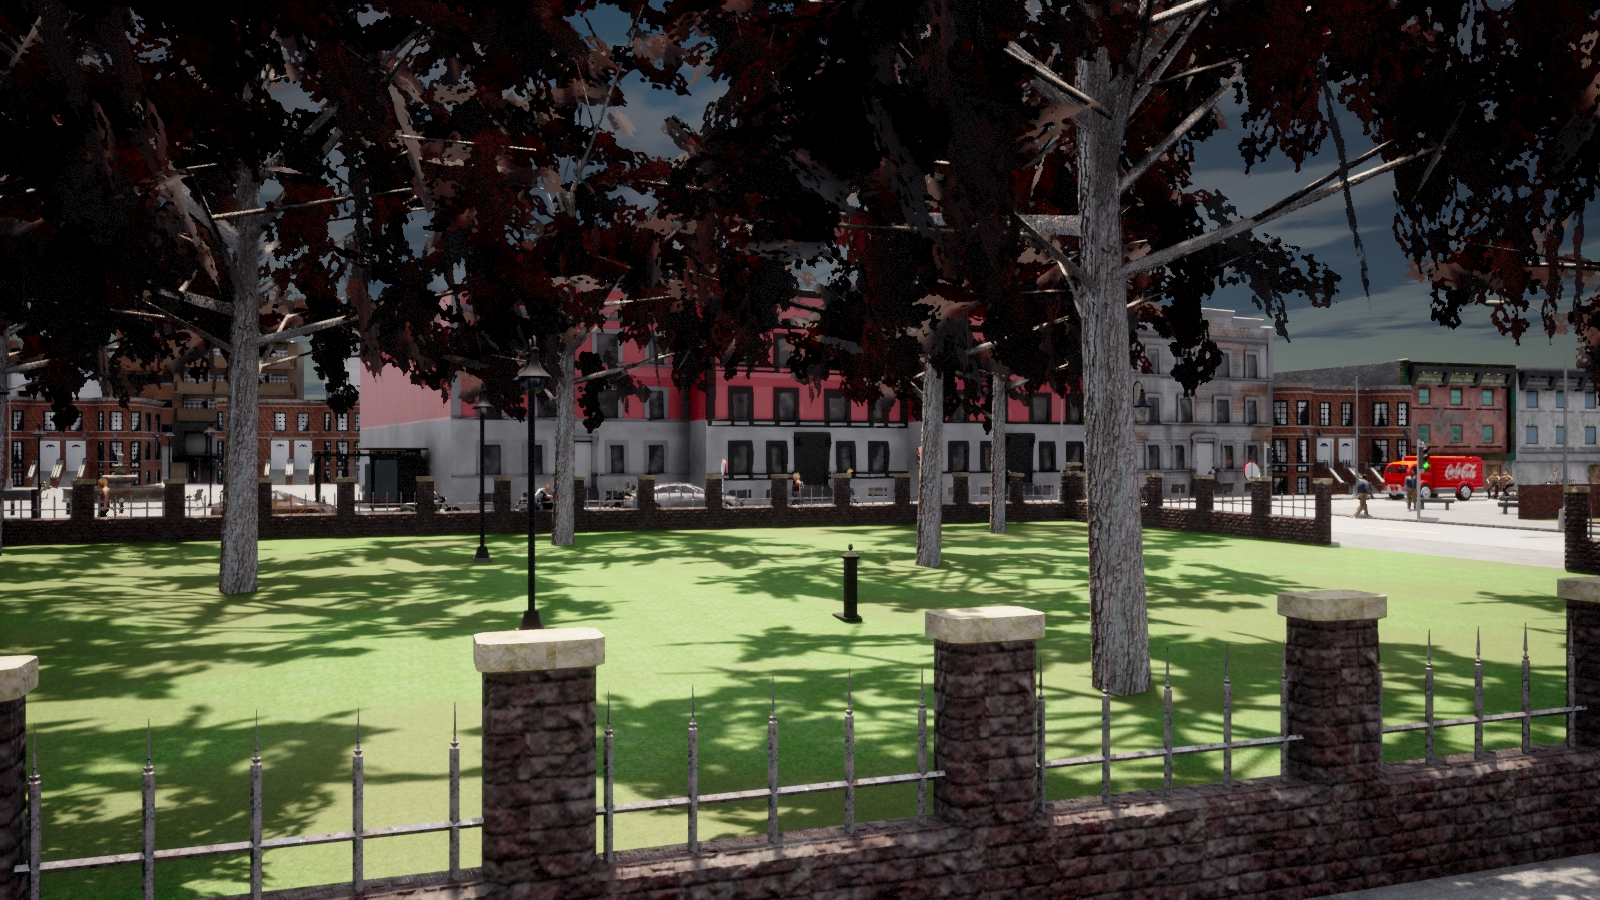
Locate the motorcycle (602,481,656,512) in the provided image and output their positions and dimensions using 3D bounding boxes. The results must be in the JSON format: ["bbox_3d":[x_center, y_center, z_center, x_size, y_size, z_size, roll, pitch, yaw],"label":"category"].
[{"bbox_3d":[-7.346,1.985,49.073,2.209,1.251,0.867,0,0,-19],"label":"motorcycle"}]

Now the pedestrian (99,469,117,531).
[{"bbox_3d":[-21.187,1.523,34.984,0.375,1.860,0.375,0,0,-18],"label":"pedestrian"}]

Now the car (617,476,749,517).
[{"bbox_3d":[-4.677,1.827,45.707,4.902,1.511,2.128,0,0,-19],"label":"car"}]

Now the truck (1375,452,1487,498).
[{"bbox_3d":[35.004,1.348,63.458,5.204,2.467,2.627,0,0,-19],"label":"truck"}]

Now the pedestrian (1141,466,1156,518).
[{"bbox_3d":[12.758,1.525,41.777,0.375,1.860,0.375,0,0,-20],"label":"pedestrian"}]

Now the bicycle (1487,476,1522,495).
[{"bbox_3d":[40.458,2.036,65.608,1.487,1.080,0.859,0,0,1],"label":"bicycle"}]

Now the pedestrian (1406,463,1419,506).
[{"bbox_3d":[26.912,1.517,50.191,0.375,1.860,0.375,0,0,9],"label":"pedestrian"}]

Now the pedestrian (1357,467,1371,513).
[{"bbox_3d":[22.909,1.629,46.426,0.375,1.860,0.375,0,0,-1],"label":"pedestrian"}]

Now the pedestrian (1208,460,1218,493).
[{"bbox_3d":[23.451,1.523,64.814,0.375,1.860,0.375,0,0,-19],"label":"pedestrian"}]

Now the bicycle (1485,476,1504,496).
[{"bbox_3d":[39.299,2.036,64.656,0.859,1.080,1.487,0,0,35],"label":"bicycle"}]

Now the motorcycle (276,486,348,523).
[{"bbox_3d":[-17.611,1.950,41.298,2.356,1.277,0.764,0,0,-19],"label":"motorcycle"}]

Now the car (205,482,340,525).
[{"bbox_3d":[-18.777,1.899,40.895,4.181,1.385,1.994,0,0,-18],"label":"car"}]

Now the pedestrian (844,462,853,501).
[{"bbox_3d":[2.344,1.524,55.236,0.375,1.860,0.375,0,0,15],"label":"pedestrian"}]

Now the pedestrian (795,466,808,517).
[{"bbox_3d":[0.046,1.525,42.253,0.375,1.860,0.375,0,0,-19],"label":"pedestrian"}]
